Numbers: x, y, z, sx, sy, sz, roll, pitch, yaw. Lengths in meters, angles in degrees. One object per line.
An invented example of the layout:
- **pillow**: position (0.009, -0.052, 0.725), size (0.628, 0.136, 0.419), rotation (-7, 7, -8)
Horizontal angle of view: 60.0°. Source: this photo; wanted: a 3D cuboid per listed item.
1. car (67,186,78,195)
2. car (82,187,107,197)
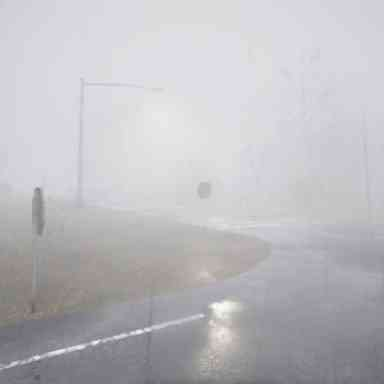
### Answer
- **car**: position (-20.241, -0.368, 58.015), size (1.882, 1.535, 5.008), rotation (1, 1, -36)
- **car**: position (-14.409, -0.047, 49.887), size (1.882, 1.535, 5.008), rotation (1, 1, -36)
